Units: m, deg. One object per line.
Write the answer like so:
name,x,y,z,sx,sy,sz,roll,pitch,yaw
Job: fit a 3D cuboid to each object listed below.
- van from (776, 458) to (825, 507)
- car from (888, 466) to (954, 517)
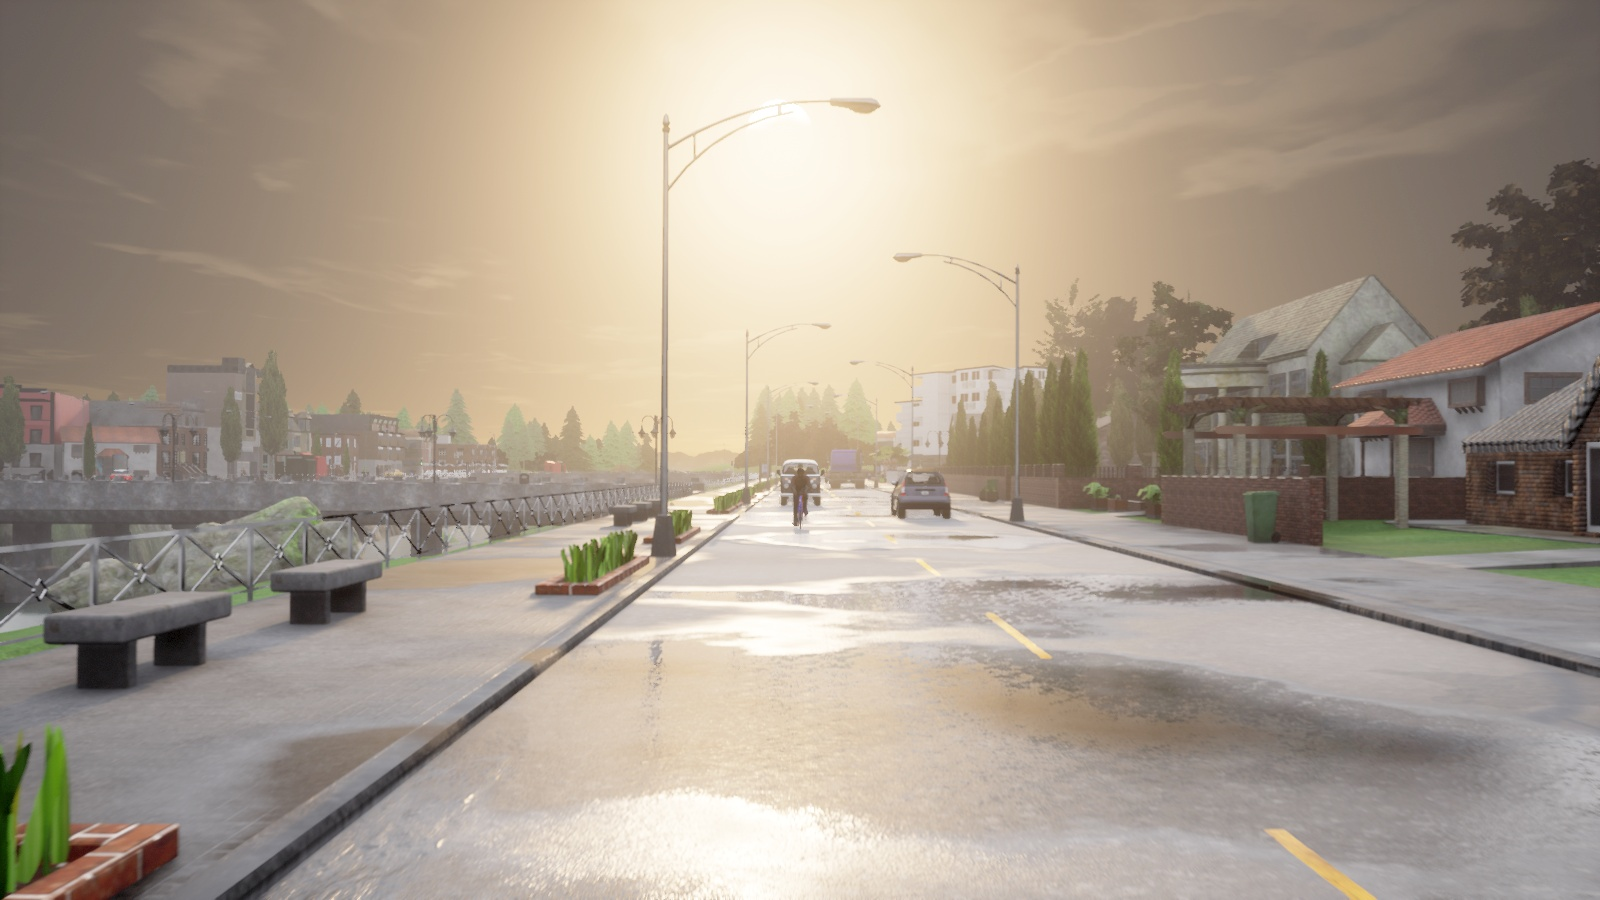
van,0.028,1.409,55.384,2.069,2.038,4.480,0,-1,0
car,4.023,1.363,42.365,1.851,1.617,3.988,0,-1,0
